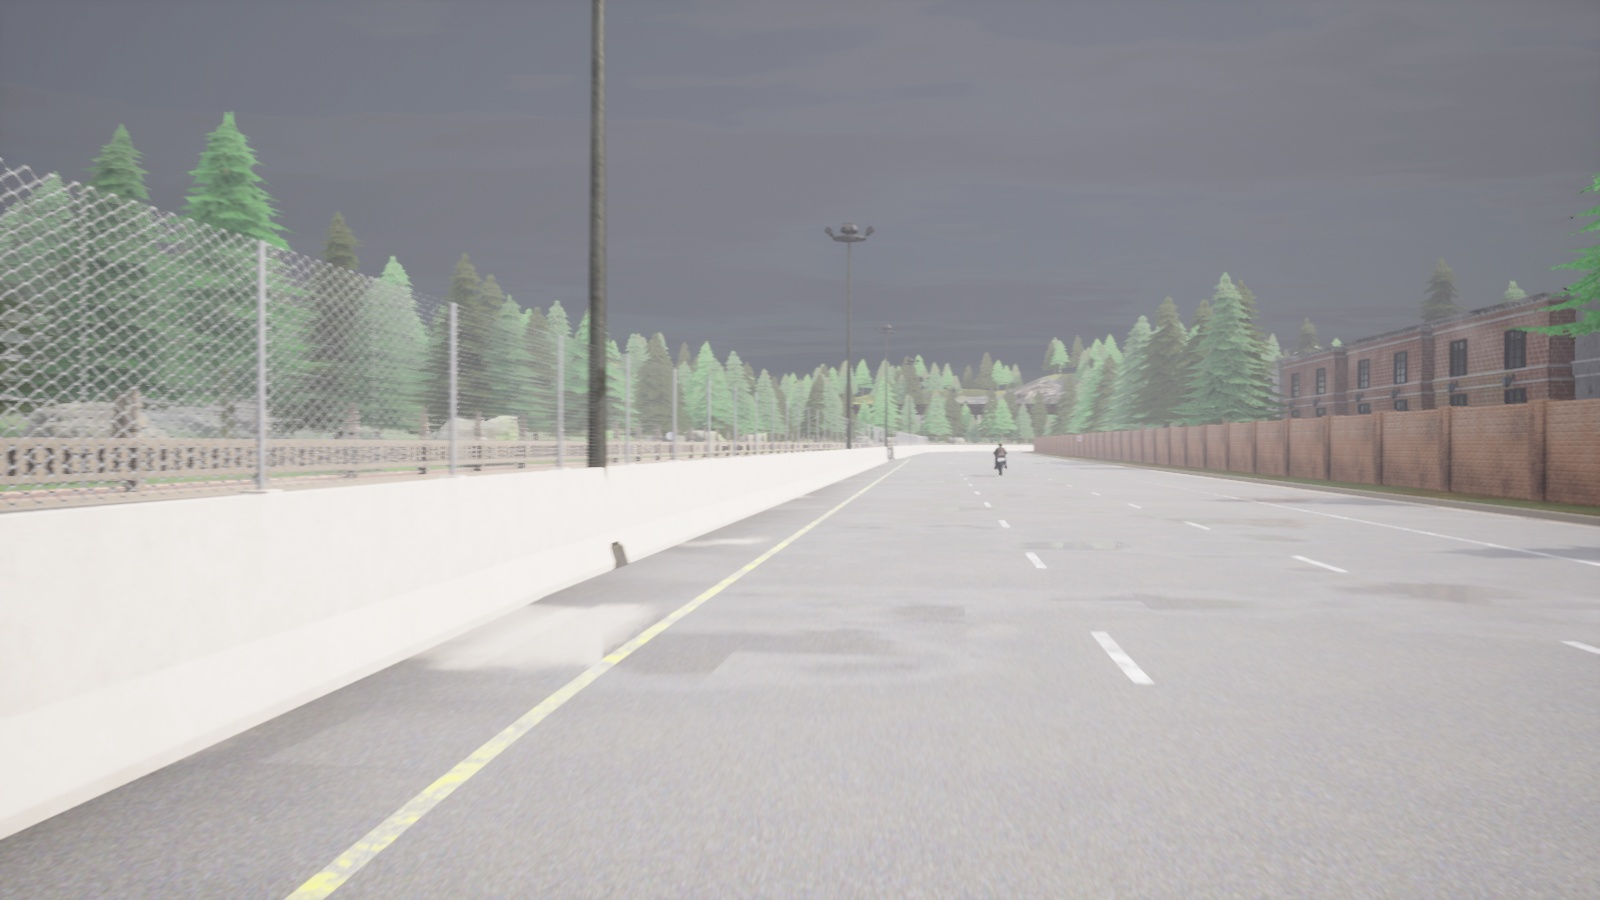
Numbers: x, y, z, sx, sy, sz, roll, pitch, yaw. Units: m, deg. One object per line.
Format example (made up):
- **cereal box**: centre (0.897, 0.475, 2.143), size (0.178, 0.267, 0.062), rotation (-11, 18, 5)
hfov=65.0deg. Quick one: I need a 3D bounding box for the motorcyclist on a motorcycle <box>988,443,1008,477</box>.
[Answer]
- **motorcyclist on a motorcycle**: centre (9.160, 0.446, 58.120), size (0.797, 1.523, 2.044), rotation (0, 0, 6)
